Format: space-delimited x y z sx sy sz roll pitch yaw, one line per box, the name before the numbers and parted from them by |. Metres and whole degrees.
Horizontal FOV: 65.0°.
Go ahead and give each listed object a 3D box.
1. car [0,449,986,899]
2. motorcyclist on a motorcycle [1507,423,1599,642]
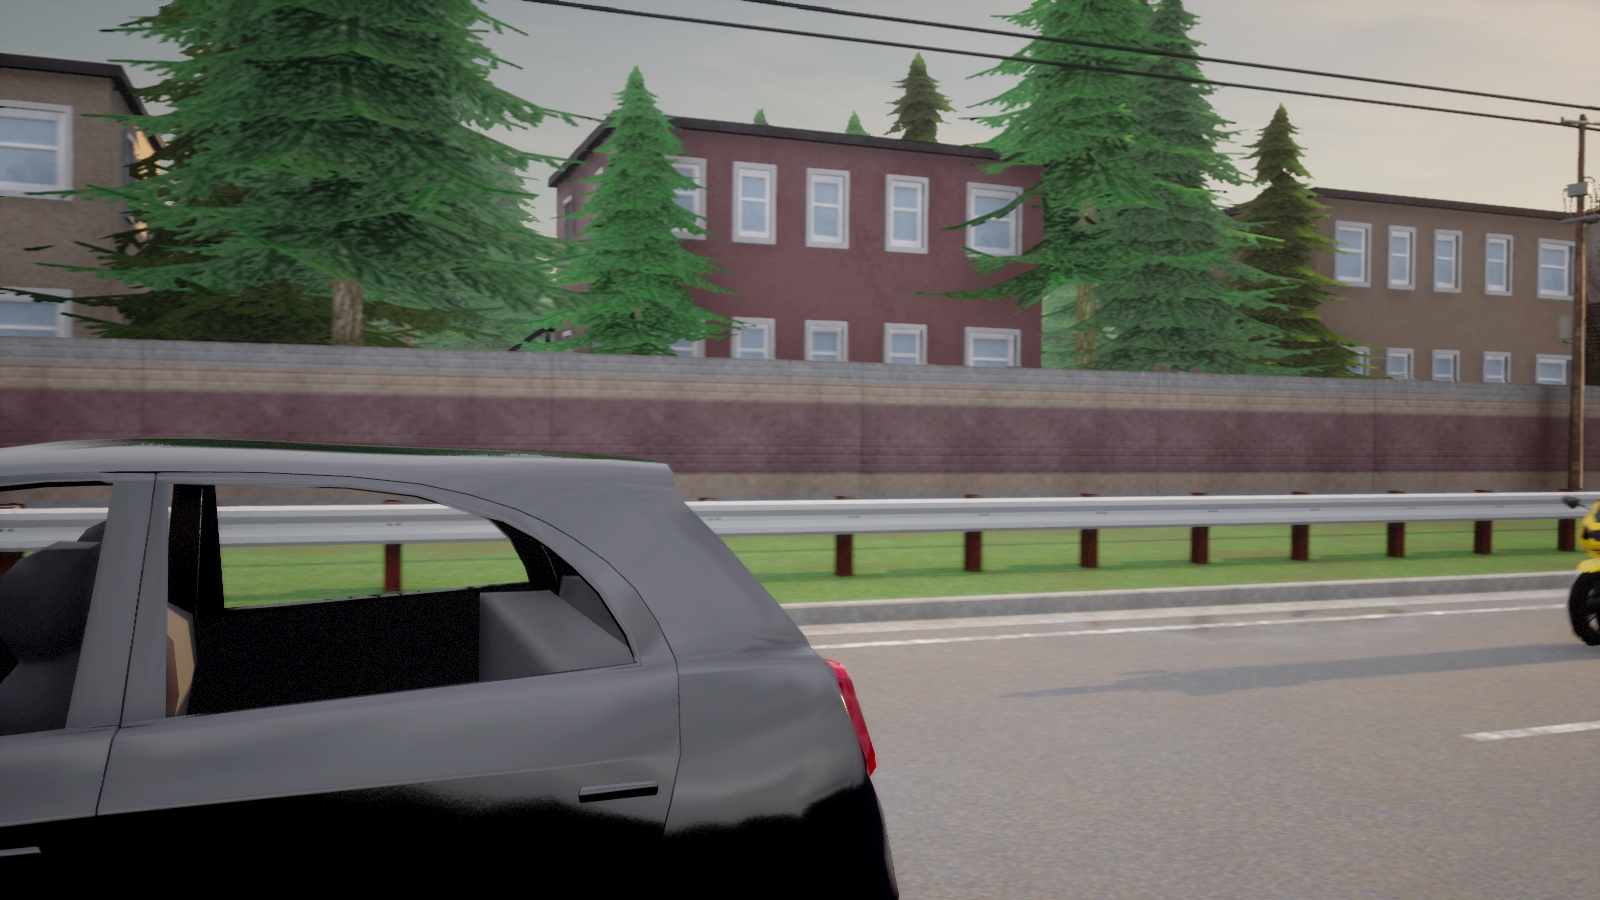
car | -1.672 0.788 2.604 3.633 1.501 1.845 -1 1 -21
motorcyclist on a motorcycle | 6.401 0.558 9.412 2.044 1.523 0.797 -1 1 -21
